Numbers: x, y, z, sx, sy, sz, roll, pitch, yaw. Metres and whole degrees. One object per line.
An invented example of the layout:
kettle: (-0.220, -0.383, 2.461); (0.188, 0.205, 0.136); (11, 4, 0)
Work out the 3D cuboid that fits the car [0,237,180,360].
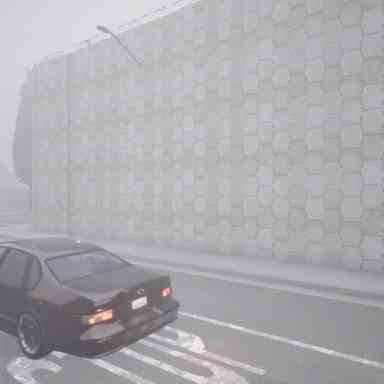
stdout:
car: (-2.760, 1.547, 5.950); (5.357, 1.411, 2.033); (0, 0, 35)
